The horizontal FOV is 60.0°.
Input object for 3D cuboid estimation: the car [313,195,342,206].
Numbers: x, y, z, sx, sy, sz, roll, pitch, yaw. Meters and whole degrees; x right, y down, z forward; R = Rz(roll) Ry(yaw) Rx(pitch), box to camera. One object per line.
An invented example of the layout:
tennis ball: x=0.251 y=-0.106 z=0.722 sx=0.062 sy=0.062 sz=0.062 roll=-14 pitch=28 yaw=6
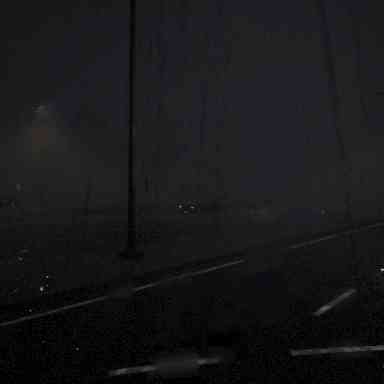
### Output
car: x=18.799 y=1.206 z=46.787 sx=4.674 sy=1.442 sz=1.812 roll=0 pitch=1 yaw=-44

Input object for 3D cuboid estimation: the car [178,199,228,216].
car: x=1.026 y=1.331 z=29.257 sx=4.718 sy=1.301 sz=1.895 roll=0 pitch=1 yaw=-45

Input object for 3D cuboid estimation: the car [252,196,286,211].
car: x=8.548 y=1.214 z=36.676 sx=4.892 sy=1.490 sz=1.837 roll=0 pitch=1 yaw=-45

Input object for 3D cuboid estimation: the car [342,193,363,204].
car: x=25.581 y=1.014 z=53.360 sx=4.553 sy=1.767 sz=2.097 roll=0 pitch=1 yaw=-44

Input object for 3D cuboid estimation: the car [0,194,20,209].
car: x=-20.426 y=1.030 z=36.593 sx=1.837 sy=1.490 sz=4.892 roll=0 pitch=1 yaw=-43
